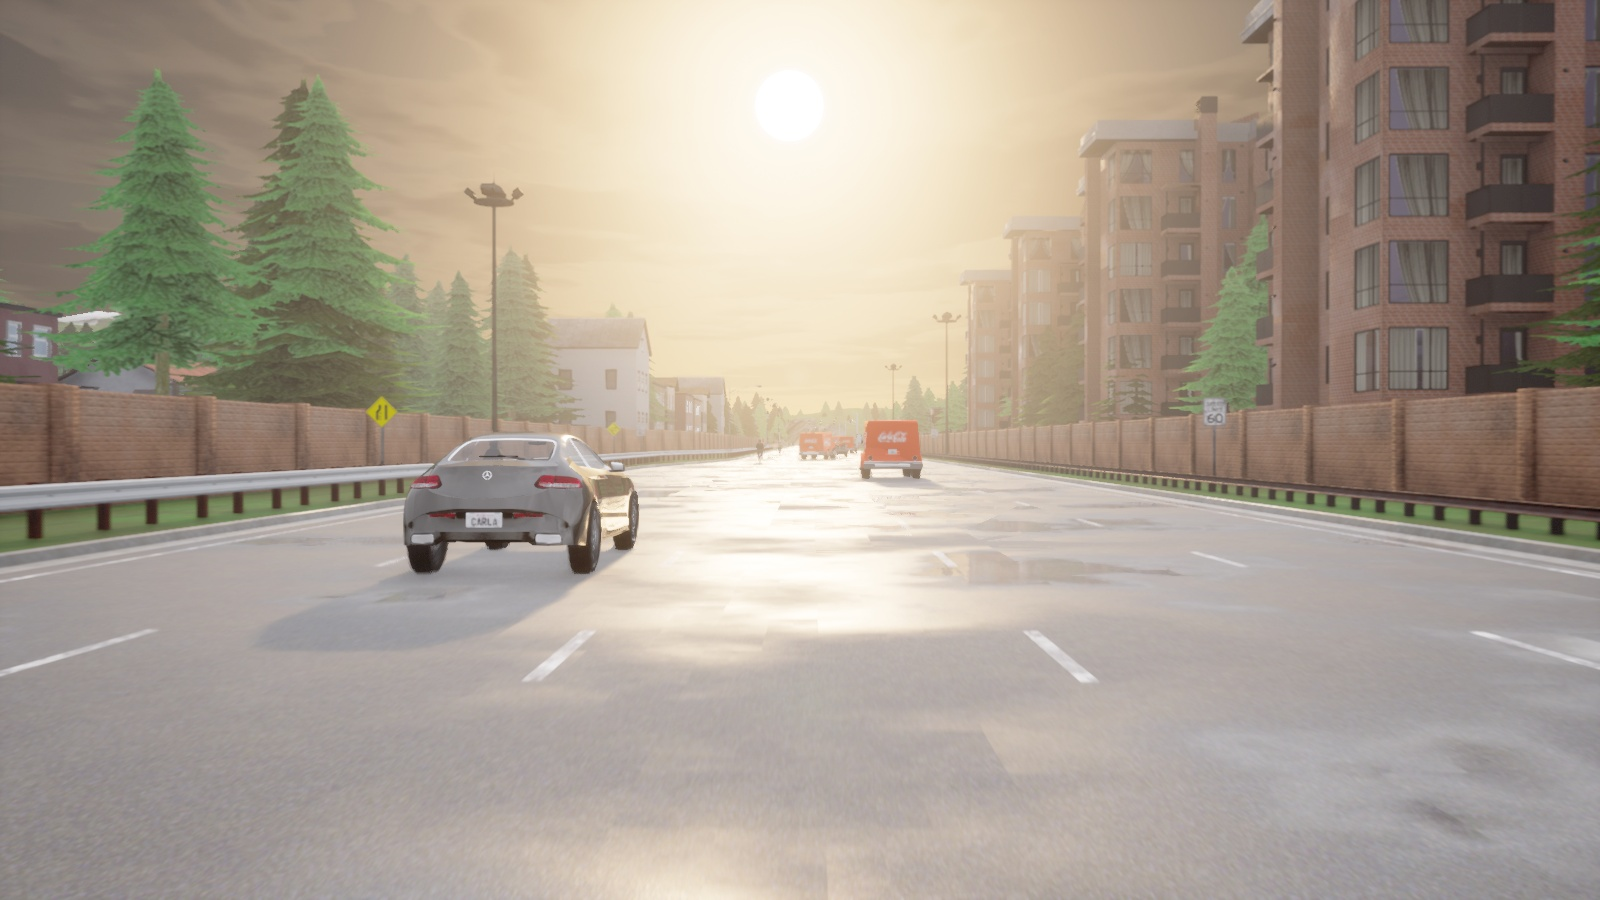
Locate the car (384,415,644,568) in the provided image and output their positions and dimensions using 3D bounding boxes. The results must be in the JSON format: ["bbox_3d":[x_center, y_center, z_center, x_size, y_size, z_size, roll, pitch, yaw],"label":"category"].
[{"bbox_3d":[-3.393,0.432,16.041,2.152,1.651,5.027,0,0,0],"label":"car"}]

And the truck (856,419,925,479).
[{"bbox_3d":[3.823,-0.043,54.100,2.627,2.467,5.204,0,0,0],"label":"truck"}]
